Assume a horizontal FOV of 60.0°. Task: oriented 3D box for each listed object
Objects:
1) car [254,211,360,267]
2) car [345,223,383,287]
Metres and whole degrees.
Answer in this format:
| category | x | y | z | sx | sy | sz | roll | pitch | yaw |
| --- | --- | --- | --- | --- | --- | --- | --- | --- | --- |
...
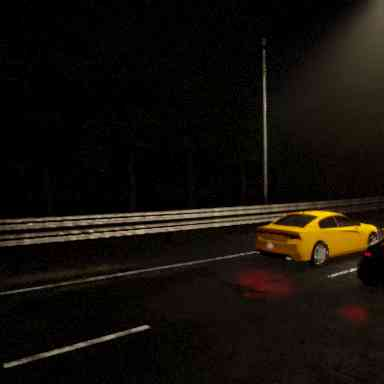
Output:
| category | x | y | z | sx | sy | sz | roll | pitch | yaw |
| --- | --- | --- | --- | --- | --- | --- | --- | --- | --- |
| car | 4.287 | 1.372 | 11.117 | 5.008 | 1.535 | 1.882 | -1 | 1 | -36 |
| car | 5.800 | 1.469 | 7.896 | 4.181 | 1.385 | 1.994 | -1 | 1 | -36 |
